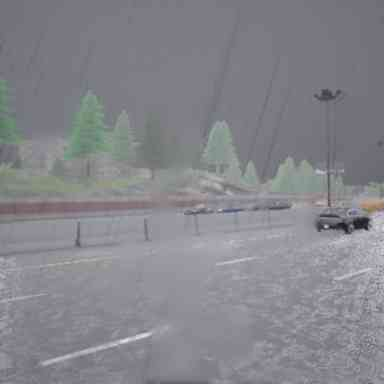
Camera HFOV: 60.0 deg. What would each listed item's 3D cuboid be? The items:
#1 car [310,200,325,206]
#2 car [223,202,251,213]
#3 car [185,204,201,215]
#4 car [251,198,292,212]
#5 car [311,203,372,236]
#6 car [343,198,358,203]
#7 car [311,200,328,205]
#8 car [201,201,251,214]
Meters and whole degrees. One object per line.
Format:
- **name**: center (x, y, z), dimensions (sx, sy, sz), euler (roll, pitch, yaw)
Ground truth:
- **car**: center (26.087, 2.267, 69.070), dimensions (1.895, 1.301, 4.718), euler (-1, -1, 33)
- **car**: center (6.523, 2.158, 47.821), dimensions (1.994, 1.385, 4.181), euler (-1, -1, 41)
- **car**: center (1.290, 2.023, 37.008), dimensions (4.674, 1.442, 1.812), euler (0, -1, -43)
- **car**: center (8.220, 1.617, 34.120), dimensions (2.150, 2.045, 5.566), euler (-1, -2, 45)
- **car**: center (9.218, 1.683, 20.082), dimensions (4.902, 1.511, 2.128), euler (0, -1, -43)
- **car**: center (28.647, 1.910, 60.230), dimensions (2.097, 1.767, 4.553), euler (-1, -1, 33)
- **car**: center (22.570, 2.051, 57.364), dimensions (1.882, 1.535, 5.008), euler (-1, 0, 34)
- **car**: center (3.578, 1.793, 34.485), dimensions (4.553, 1.767, 2.097), euler (0, -1, -44)
